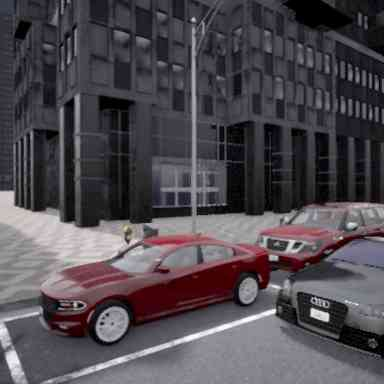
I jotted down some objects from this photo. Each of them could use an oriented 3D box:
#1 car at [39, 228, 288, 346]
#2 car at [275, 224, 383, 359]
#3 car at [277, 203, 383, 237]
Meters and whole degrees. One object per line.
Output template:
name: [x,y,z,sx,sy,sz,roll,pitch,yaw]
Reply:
car: [-0.448,1.525,6.330,4.507,1.381,1.887,0,0,-36]
car: [3.409,1.528,5.816,4.181,1.385,1.994,0,0,-36]
car: [4.037,1.263,9.534,5.009,1.841,2.192,0,0,-36]
